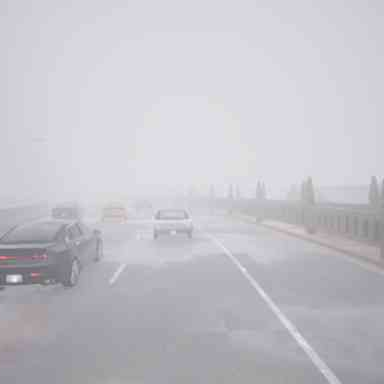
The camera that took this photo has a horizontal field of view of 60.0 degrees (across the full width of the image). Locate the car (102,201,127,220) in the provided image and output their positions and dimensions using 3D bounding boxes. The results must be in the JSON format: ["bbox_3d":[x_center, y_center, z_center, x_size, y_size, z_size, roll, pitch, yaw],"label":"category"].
[{"bbox_3d":[-6.419,1.456,27.652,1.882,1.535,5.008,-1,0,-12],"label":"car"}]

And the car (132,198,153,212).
[{"bbox_3d":[-5.726,1.438,38.074,1.837,1.490,4.892,-1,0,-18],"label":"car"}]

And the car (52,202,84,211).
[{"bbox_3d":[-9.665,1.499,26.147,1.882,1.535,5.008,-1,0,-12],"label":"car"}]

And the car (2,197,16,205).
[{"bbox_3d":[-34.492,1.701,62.535,2.033,1.411,5.357,-1,0,-36],"label":"car"}]

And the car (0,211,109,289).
[{"bbox_3d":[-3.789,1.516,9.229,1.837,1.490,4.892,-1,0,-4],"label":"car"}]

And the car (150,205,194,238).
[{"bbox_3d":[-1.078,1.553,17.325,1.895,1.301,4.718,-1,0,-6],"label":"car"}]
